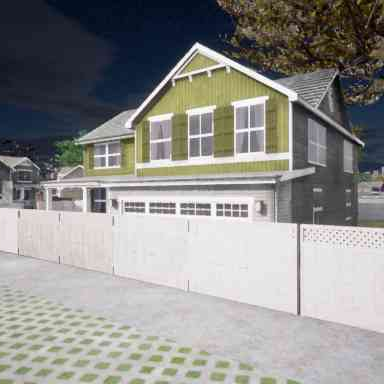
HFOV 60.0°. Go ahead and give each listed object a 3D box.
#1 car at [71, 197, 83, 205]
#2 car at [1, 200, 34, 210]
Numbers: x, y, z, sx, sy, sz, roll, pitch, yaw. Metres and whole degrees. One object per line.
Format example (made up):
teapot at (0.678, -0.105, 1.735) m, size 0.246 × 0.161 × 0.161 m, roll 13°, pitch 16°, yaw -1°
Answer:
car at (-14.579, 1.494, 42.979) m, size 2.097 × 1.767 × 4.553 m, roll 0°, pitch -1°, yaw 20°
car at (-17.968, 1.600, 32.964) m, size 1.837 × 1.490 × 4.892 m, roll 0°, pitch -1°, yaw 18°
